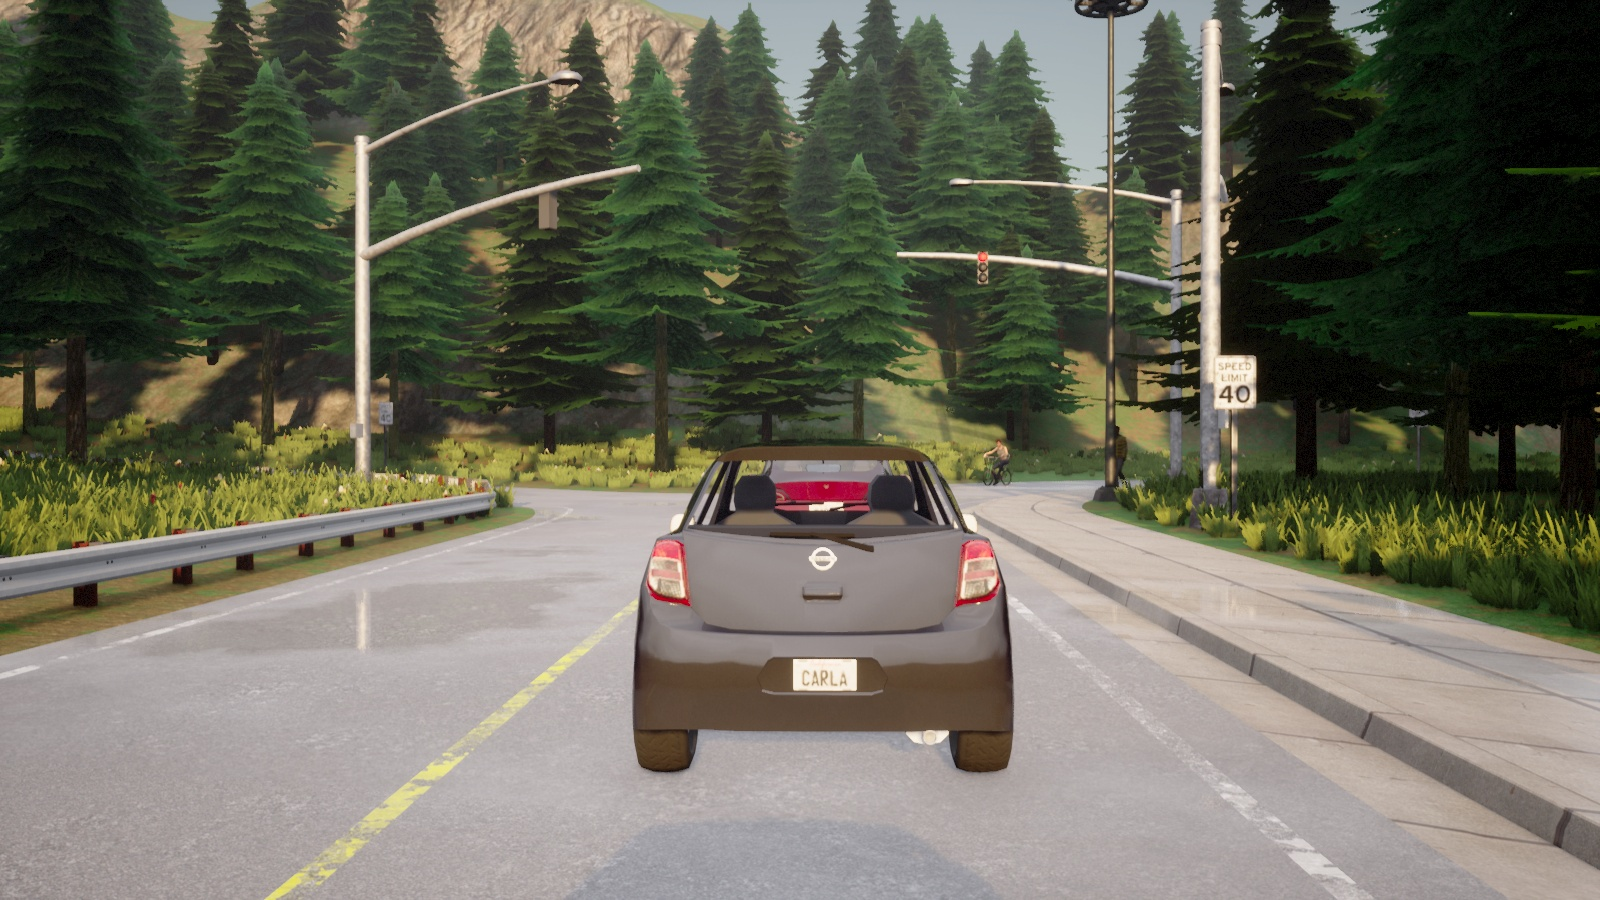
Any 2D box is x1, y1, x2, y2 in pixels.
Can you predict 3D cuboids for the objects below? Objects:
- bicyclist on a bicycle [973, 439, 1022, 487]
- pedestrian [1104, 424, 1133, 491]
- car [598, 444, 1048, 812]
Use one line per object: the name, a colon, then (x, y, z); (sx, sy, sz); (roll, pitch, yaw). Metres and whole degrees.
bicyclist on a bicycle: (6.714, 0.432, 42.732); (1.509, 1.612, 0.866); (0, 1, -41)
pedestrian: (8.775, 0.208, 34.606); (0.709, 1.840, 0.431); (0, 0, -40)
car: (0.128, 0.719, 6.971); (1.845, 1.501, 3.633); (0, 0, 1)
